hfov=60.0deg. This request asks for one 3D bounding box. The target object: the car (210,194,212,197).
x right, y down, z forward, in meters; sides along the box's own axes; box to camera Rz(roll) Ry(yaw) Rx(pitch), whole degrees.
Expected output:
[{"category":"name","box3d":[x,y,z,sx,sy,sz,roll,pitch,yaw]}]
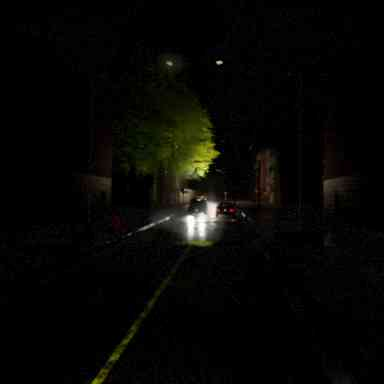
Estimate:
[{"category":"car","box3d":[3.377,1.498,89.734,2.192,1.841,5.009,2,0,5]}]

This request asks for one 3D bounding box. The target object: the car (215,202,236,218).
[{"category":"car","box3d":[3.138,1.626,31.356,2.033,1.411,5.357,1,0,6]}]

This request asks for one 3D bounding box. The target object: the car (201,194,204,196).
[{"category":"car","box3d":[0.616,1.603,60.929,2.008,1.369,4.403,3,0,5]}]

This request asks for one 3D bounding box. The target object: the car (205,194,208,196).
[{"category":"car","box3d":[1.827,1.668,73.456,1.947,1.339,4.313,3,0,5]}]

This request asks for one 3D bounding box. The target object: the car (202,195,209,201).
[{"category":"car","box3d":[3.884,1.656,95.160,1.967,1.590,4.097,2,0,5]}]

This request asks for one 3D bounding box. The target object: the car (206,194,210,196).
[{"category":"car","box3d":[2.852,1.735,84.308,1.802,1.307,4.206,2,0,5]}]

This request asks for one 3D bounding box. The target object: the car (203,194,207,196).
[{"category":"car","box3d":[1.315,1.630,68.030,2.008,1.369,4.403,3,0,5]}]

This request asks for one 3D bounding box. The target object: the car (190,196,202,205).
[{"category":"car","box3d":[0.779,1.584,62.896,1.752,1.417,4.829,3,0,5]}]

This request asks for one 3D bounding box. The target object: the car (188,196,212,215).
[{"category":"car","box3d":[0.693,1.518,34.628,2.128,1.511,4.902,1,0,6]}]
